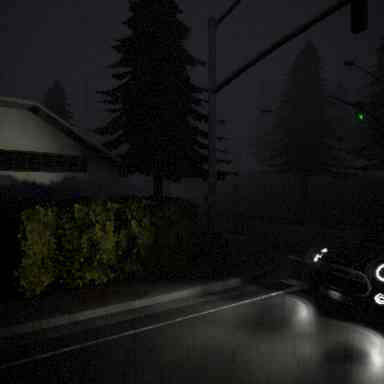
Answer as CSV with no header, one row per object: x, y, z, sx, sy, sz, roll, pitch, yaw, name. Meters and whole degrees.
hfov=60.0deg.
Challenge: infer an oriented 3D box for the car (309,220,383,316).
4.781,1.348,7.071,4.553,1.767,2.097,0,0,-21,car
